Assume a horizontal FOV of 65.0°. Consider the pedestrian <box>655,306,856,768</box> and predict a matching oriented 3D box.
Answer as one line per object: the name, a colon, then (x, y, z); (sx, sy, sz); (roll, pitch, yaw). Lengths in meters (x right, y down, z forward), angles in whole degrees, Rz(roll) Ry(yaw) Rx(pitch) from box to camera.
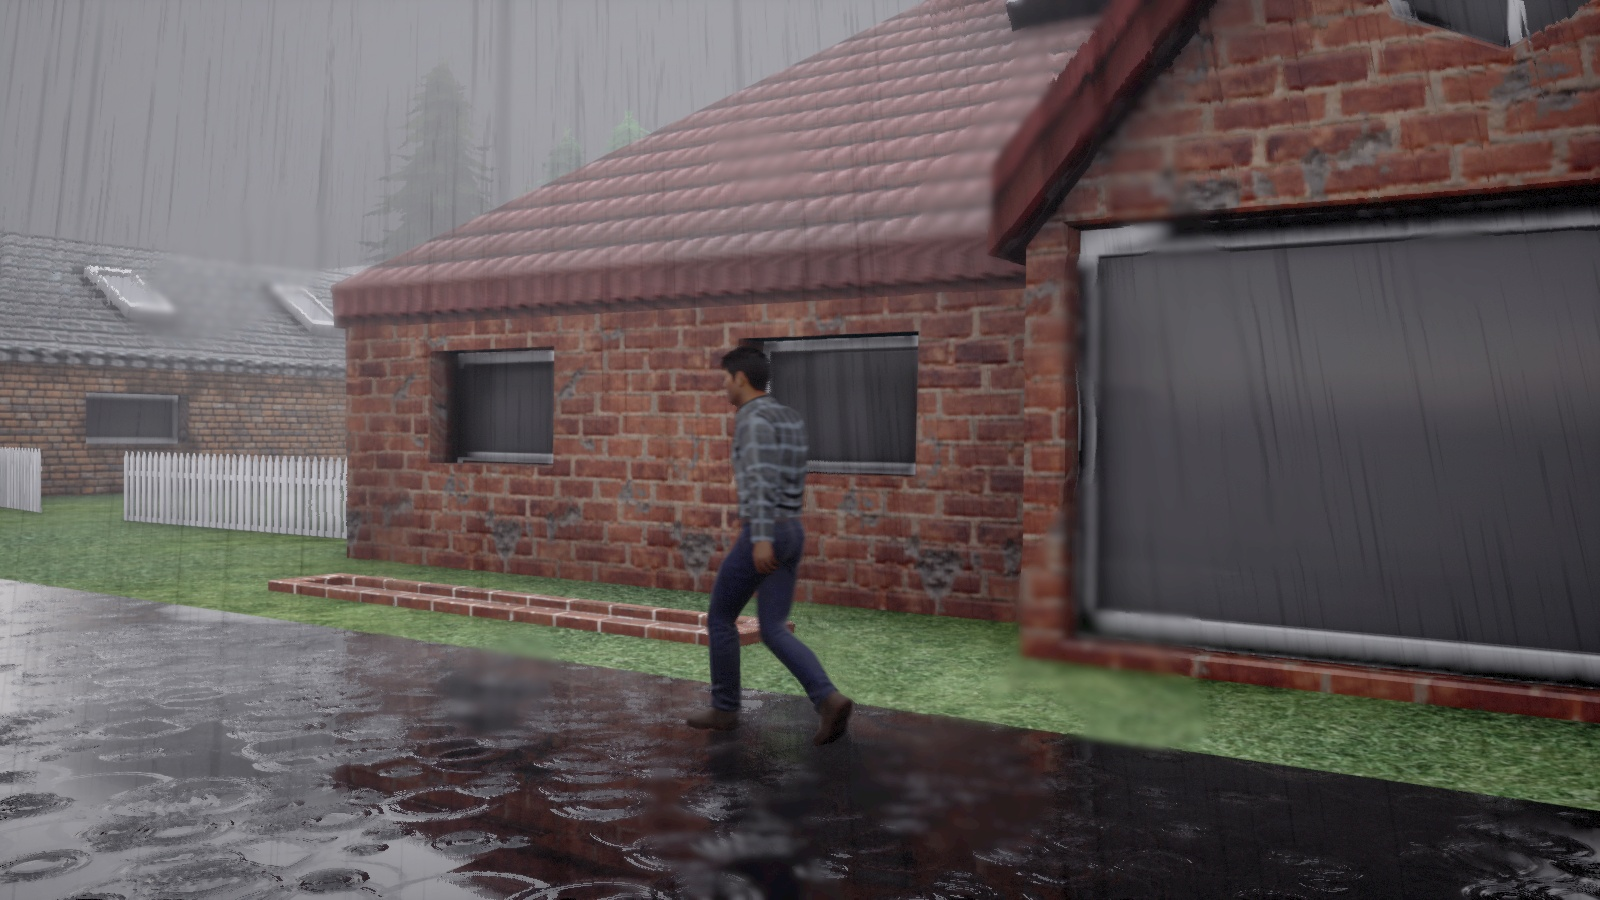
pedestrian: (-0.204, 0.365, 5.676); (0.788, 1.949, 0.423); (0, 1, 32)
